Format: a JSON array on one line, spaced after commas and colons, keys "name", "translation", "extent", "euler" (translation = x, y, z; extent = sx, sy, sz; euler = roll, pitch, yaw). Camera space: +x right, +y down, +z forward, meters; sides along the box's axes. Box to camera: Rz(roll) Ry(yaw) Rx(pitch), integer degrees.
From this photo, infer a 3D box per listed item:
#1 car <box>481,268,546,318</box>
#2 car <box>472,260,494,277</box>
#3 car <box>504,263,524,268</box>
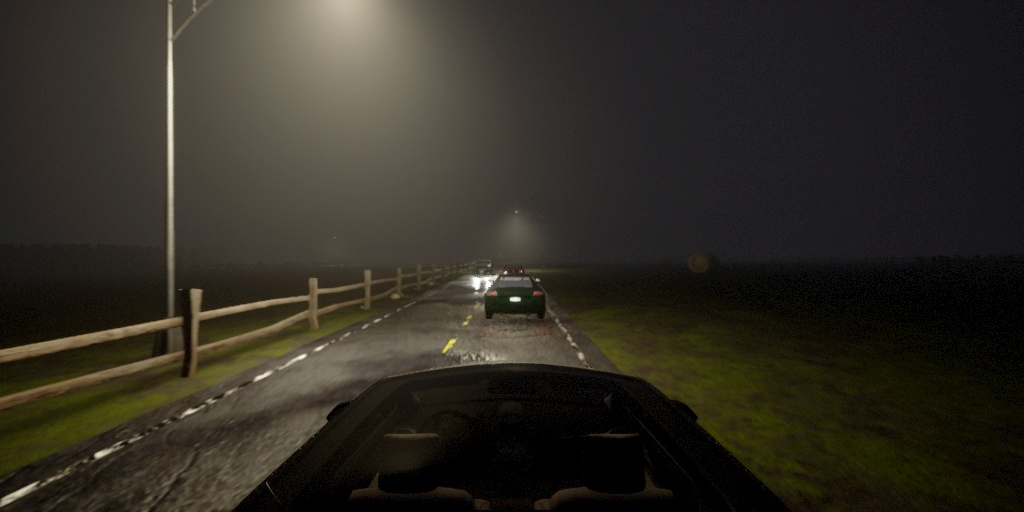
[{"name": "car", "translation": [0.099, 1.287, 12.934], "extent": [1.994, 1.385, 4.181], "euler": [0, 0, 0]}, {"name": "car", "translation": [-2.729, 1.163, 34.916], "extent": [2.128, 1.511, 4.902], "euler": [0, 0, 0]}, {"name": "car", "translation": [0.105, 1.282, 31.152], "extent": [1.895, 1.301, 4.718], "euler": [0, 0, 0]}]
